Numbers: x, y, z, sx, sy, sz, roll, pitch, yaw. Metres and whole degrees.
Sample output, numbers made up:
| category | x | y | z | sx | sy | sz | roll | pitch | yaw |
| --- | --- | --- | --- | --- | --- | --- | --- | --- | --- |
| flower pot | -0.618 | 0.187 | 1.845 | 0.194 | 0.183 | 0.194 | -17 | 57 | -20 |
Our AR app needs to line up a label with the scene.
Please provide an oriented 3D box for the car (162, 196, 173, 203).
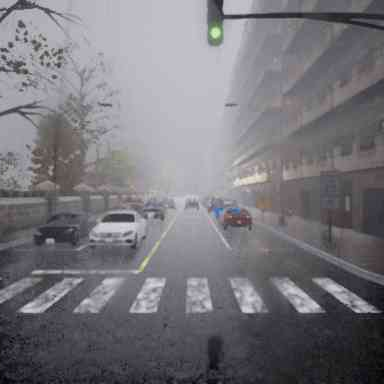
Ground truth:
| category | x | y | z | sx | sy | sz | roll | pitch | yaw |
| --- | --- | --- | --- | --- | --- | --- | --- | --- | --- |
| car | -5.674 | 1.728 | 77.443 | 2.008 | 1.369 | 4.403 | 0 | 0 | 0 |

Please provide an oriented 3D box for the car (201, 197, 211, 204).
| category | x | y | z | sx | sy | sz | roll | pitch | yaw |
| --- | --- | --- | --- | --- | --- | --- | --- | --- | --- |
| car | 2.704 | 1.685 | 66.182 | 1.887 | 1.381 | 4.507 | 0 | 0 | 0 |

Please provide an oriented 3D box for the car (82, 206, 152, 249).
| category | x | y | z | sx | sy | sz | roll | pitch | yaw |
| --- | --- | --- | --- | --- | --- | --- | --- | --- | --- |
| car | -3.097 | 1.547 | 14.774 | 1.812 | 1.442 | 4.674 | 0 | 0 | 0 |

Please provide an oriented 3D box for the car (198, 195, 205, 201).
| category | x | y | z | sx | sy | sz | roll | pitch | yaw |
| --- | --- | --- | --- | --- | --- | --- | --- | --- | --- |
| car | 2.710 | 1.681 | 94.332 | 1.967 | 1.590 | 4.097 | 0 | 0 | 0 |

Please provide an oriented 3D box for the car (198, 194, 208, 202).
| category | x | y | z | sx | sy | sz | roll | pitch | yaw |
| --- | --- | --- | --- | --- | --- | --- | --- | --- | --- |
| car | 2.708 | 1.512 | 83.072 | 2.192 | 1.841 | 5.009 | 0 | 0 | 0 |

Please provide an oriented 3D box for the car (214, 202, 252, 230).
| category | x | y | z | sx | sy | sz | roll | pitch | yaw |
| --- | --- | --- | --- | --- | --- | --- | --- | --- | --- |
| car | 2.696 | 1.576 | 21.140 | 1.887 | 1.381 | 4.507 | 0 | 0 | 0 |

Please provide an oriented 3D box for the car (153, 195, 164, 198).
| category | x | y | z | sx | sy | sz | roll | pitch | yaw |
| --- | --- | --- | --- | --- | --- | --- | --- | --- | --- |
| car | -5.679 | 1.534 | 49.294 | 1.967 | 1.590 | 4.097 | 0 | 0 | 0 |

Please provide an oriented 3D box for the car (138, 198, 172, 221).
| category | x | y | z | sx | sy | sz | roll | pitch | yaw |
| --- | --- | --- | --- | --- | --- | --- | --- | --- | --- |
| car | -3.090 | 1.536 | 27.489 | 2.128 | 1.511 | 4.902 | 0 | 0 | 0 |

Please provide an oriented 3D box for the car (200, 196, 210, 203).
| category | x | y | z | sx | sy | sz | roll | pitch | yaw |
| --- | --- | --- | --- | --- | --- | --- | --- | --- | --- |
| car | 2.706 | 1.598 | 71.811 | 1.967 | 1.590 | 4.097 | 0 | 0 | 0 |

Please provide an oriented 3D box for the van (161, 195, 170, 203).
| category | x | y | z | sx | sy | sz | roll | pitch | yaw |
| --- | --- | --- | --- | --- | --- | --- | --- | --- | --- |
| van | -5.674 | 1.499 | 71.813 | 1.690 | 1.788 | 3.998 | 0 | 0 | 0 |

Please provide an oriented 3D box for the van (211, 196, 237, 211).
| category | x | y | z | sx | sy | sz | roll | pitch | yaw |
| --- | --- | --- | --- | --- | --- | --- | --- | --- | --- |
| van | 2.698 | 1.383 | 26.771 | 1.690 | 1.788 | 3.998 | 0 | 0 | 0 |

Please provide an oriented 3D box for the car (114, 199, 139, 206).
| category | x | y | z | sx | sy | sz | roll | pitch | yaw |
| --- | --- | --- | --- | --- | --- | --- | --- | --- | --- |
| car | -5.683 | 1.568 | 26.603 | 1.752 | 1.417 | 4.829 | 0 | 0 | 0 |

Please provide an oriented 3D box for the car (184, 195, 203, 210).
| category | x | y | z | sx | sy | sz | roll | pitch | yaw |
| --- | --- | --- | --- | --- | --- | --- | --- | --- | --- |
| car | 0.008 | 1.572 | 44.227 | 2.128 | 1.511 | 4.902 | 0 | 0 | 0 |

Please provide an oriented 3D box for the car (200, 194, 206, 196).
| category | x | y | z | sx | sy | sz | roll | pitch | yaw |
| --- | --- | --- | --- | --- | --- | --- | --- | --- | --- |
| car | 2.703 | 1.423 | 54.922 | 2.192 | 1.841 | 5.009 | 0 | 0 | 0 |

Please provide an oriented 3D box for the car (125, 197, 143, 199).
| category | x | y | z | sx | sy | sz | roll | pitch | yaw |
| --- | --- | --- | --- | --- | --- | --- | --- | --- | --- |
| car | -5.682 | 1.369 | 32.403 | 2.192 | 1.841 | 5.009 | 0 | 0 | 0 |

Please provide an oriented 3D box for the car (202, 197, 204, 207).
| category | x | y | z | sx | sy | sz | roll | pitch | yaw |
| --- | --- | --- | --- | --- | --- | --- | --- | --- | --- |
| car | 2.700 | 1.630 | 43.661 | 2.008 | 1.369 | 4.403 | 0 | 0 | 0 |

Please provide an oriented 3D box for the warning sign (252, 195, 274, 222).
| category | x | y | z | sx | sy | sz | roll | pitch | yaw |
| --- | --- | --- | --- | --- | --- | --- | --- | --- | --- |
| warning sign | 5.069 | 1.152 | 23.784 | 1.300 | 1.860 | 1.060 | 0 | 0 | 0 |

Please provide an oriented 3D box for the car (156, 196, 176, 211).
| category | x | y | z | sx | sy | sz | roll | pitch | yaw |
| --- | --- | --- | --- | --- | --- | --- | --- | --- | --- |
| car | -3.054 | 1.571 | 42.985 | 2.128 | 1.511 | 4.902 | 0 | 0 | 0 |

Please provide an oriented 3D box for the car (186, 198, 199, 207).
| category | x | y | z | sx | sy | sz | roll | pitch | yaw |
| --- | --- | --- | --- | --- | --- | --- | --- | --- | --- |
| car | 0.011 | 1.655 | 54.645 | 2.033 | 1.411 | 5.357 | 0 | 0 | 0 |

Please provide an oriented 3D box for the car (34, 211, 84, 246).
| category | x | y | z | sx | sy | sz | roll | pitch | yaw |
| --- | --- | --- | --- | --- | --- | --- | --- | --- | --- |
| car | -5.685 | 1.589 | 15.512 | 1.947 | 1.339 | 4.313 | 0 | 0 | 0 |

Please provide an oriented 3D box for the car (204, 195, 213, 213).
| category | x | y | z | sx | sy | sz | roll | pitch | yaw |
| --- | --- | --- | --- | --- | --- | --- | --- | --- | --- |
| car | 2.700 | 1.506 | 38.031 | 1.967 | 1.590 | 4.097 | 0 | 0 | 0 |
